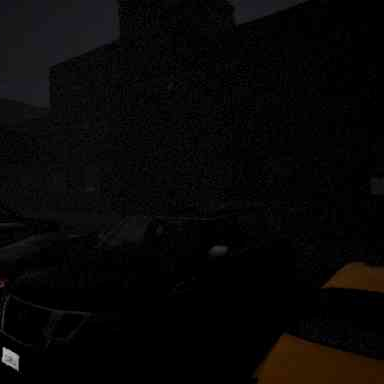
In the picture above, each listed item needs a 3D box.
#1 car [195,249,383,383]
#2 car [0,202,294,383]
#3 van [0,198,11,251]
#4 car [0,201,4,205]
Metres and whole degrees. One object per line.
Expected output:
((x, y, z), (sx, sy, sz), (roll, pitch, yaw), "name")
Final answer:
((2.386, 1.476, 3.881), (1.946, 1.575, 5.366), (0, 0, 35), "car")
((-0.102, 1.227, 5.393), (2.435, 2.045, 5.566), (0, 0, 35), "car")
((-9.103, 1.254, 11.705), (1.878, 1.987, 4.442), (0, 0, 35), "van")
((-6.755, 1.227, 10.208), (2.435, 2.045, 5.566), (0, 0, 35), "car")
